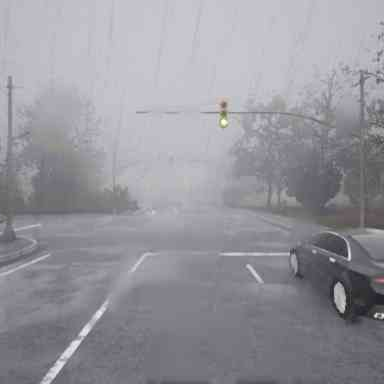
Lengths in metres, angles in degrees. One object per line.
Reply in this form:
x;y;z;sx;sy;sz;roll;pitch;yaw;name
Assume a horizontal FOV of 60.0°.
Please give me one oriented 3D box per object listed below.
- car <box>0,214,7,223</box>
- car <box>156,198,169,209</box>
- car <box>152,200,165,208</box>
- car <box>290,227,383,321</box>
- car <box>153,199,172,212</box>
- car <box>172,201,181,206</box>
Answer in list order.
-15.466;1.790;22.801;4.718;1.301;1.895;-1;0;-3;car
-4.882;1.865;54.292;2.097;1.767;4.553;0;-1;-7;car
-6.878;2.409;67.158;2.033;1.411;5.357;0;-2;-12;car
3.603;1.543;7.356;1.837;1.490;4.892;0;0;1;car
-4.047;1.661;44.237;2.097;1.767;4.553;0;-1;-4;car
-4.338;2.847;82.923;1.895;1.301;4.718;0;-2;-22;car
